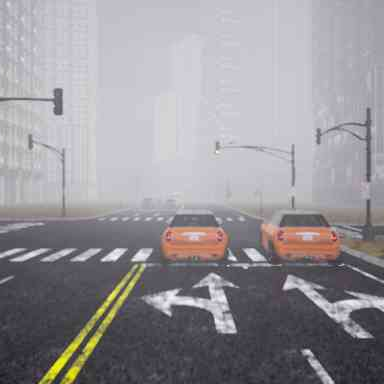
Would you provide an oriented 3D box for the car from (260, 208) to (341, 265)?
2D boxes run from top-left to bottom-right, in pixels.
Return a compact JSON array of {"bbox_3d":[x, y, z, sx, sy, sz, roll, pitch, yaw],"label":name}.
[{"bbox_3d":[3.721,1.420,12.154,2.097,1.767,4.553,0,0,6],"label":"car"}]

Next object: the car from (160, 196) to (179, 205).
[{"bbox_3d":[-3.305,1.771,50.052,1.812,1.442,4.674,0,0,0],"label":"car"}]

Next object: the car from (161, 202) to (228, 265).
[{"bbox_3d":[0.081,1.421,12.165,2.097,1.767,4.553,0,0,0],"label":"car"}]

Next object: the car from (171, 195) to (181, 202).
[{"bbox_3d":[-3.330,1.527,65.537,2.150,2.045,5.566,0,0,-1],"label":"car"}]

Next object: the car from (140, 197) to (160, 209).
[{"bbox_3d":[-6.552,1.597,50.034,2.097,1.767,4.553,0,0,0],"label":"car"}]
